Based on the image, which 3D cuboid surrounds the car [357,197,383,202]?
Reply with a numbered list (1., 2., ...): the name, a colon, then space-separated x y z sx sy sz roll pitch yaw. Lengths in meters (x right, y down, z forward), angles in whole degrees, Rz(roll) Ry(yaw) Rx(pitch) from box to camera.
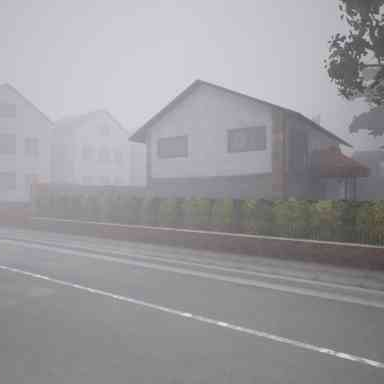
1. car: 14.618 1.168 25.879 3.806 1.475 1.970 0 0 35
